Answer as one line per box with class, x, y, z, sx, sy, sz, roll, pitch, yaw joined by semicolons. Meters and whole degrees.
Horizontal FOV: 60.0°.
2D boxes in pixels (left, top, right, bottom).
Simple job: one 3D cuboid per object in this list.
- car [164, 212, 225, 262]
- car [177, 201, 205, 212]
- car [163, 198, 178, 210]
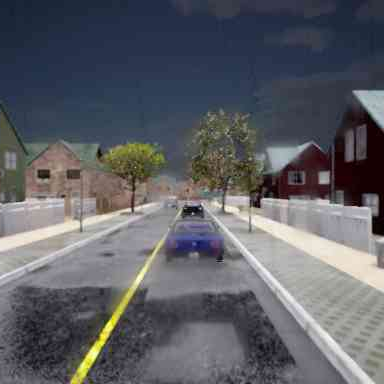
car;0.082;1.614;12.218;1.895;1.301;4.718;0;0;0
car;0.086;1.542;28.823;2.128;1.511;4.902;0;0;0
car;-2.835;1.621;45.136;2.128;1.511;4.902;0;0;0
